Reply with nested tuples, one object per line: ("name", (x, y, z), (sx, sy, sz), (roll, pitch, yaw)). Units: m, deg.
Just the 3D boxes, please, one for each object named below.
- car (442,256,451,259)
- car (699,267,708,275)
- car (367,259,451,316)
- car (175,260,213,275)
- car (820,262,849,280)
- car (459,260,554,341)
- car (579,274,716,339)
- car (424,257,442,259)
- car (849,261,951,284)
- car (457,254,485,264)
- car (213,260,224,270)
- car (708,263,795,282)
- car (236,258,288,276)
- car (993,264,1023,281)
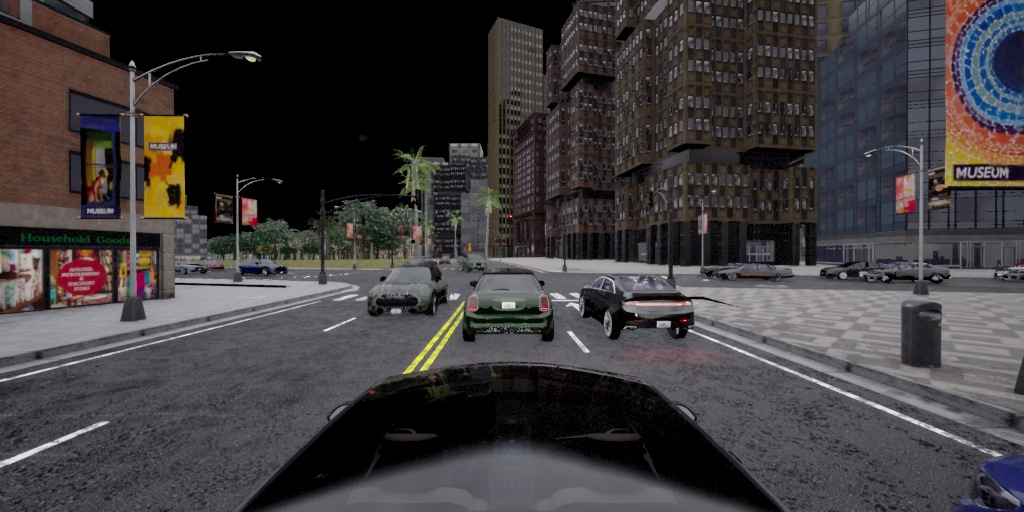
("car", (-11.886, 0.906, 63.785), (1.895, 1.301, 4.718), (0, 1, -9))
("car", (19.303, 1.281, 31.597), (4.718, 1.301, 1.895), (0, 0, 11))
("car", (-3.624, 1.102, 13.227), (2.097, 1.767, 4.553), (0, 0, -2))
("car", (-33.968, 1.184, 37.202), (4.181, 1.385, 1.994), (0, 0, 13))
("car", (28.367, 1.190, 29.453), (4.892, 1.490, 1.837), (0, 0, 13))
("car", (-0.122, 1.102, 10.008), (2.097, 1.767, 4.553), (0, 0, -1))
("car", (3.172, 1.241, 10.058), (2.128, 1.511, 4.902), (0, 0, -1))
("car", (-11.091, 1.057, 43.271), (2.128, 1.511, 4.902), (1, 1, 26))
("car", (28.408, 1.190, 26.105), (4.902, 1.511, 2.128), (0, 0, 13))
("car", (-4.447, 0.827, 41.308), (2.150, 2.045, 5.566), (-1, 1, -19))
("car", (-38.683, 1.143, 45.210), (4.181, 1.385, 1.994), (0, 0, 13))
("car", (18.930, 1.240, 28.345), (5.357, 1.411, 2.033), (0, 0, 13))
("car", (-24.289, 0.994, 34.912), (4.553, 1.767, 2.097), (0, 0, 13))
("car", (39.650, 1.188, 26.776), (4.902, 1.511, 2.128), (0, 0, 14))
